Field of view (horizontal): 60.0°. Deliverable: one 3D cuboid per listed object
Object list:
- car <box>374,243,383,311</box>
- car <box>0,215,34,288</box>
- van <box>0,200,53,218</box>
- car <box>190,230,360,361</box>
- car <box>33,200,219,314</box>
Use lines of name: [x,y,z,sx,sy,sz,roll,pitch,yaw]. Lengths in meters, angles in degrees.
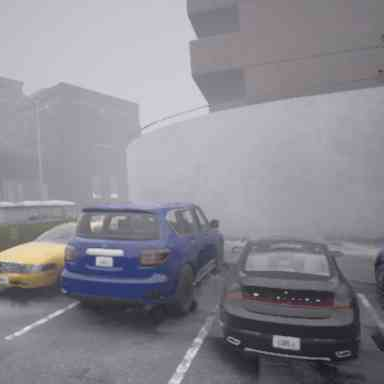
car: [4.188,1.246,4.436,2.435,2.045,5.566,0,-1,16]
car: [-3.200,1.503,9.468,1.946,1.575,5.366,0,-1,15]
van: [-5.568,1.290,11.494,1.878,1.987,4.442,0,-1,15]
car: [1.735,1.502,6.168,2.231,1.521,4.892,0,-1,16]
car: [-0.701,1.254,7.946,2.435,2.045,5.566,0,-1,15]
